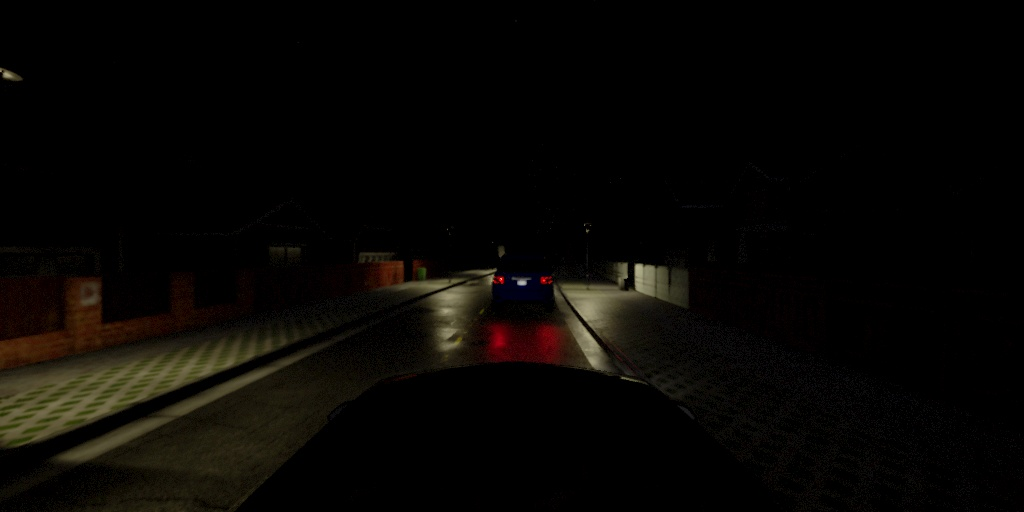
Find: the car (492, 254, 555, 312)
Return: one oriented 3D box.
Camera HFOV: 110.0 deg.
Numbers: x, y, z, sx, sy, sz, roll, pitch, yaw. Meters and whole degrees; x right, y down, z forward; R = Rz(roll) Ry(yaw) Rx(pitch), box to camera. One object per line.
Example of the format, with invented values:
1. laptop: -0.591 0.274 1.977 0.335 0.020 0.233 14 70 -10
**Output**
1. car: 0.508 0.938 14.275 2.150 2.045 5.566 0 1 4
